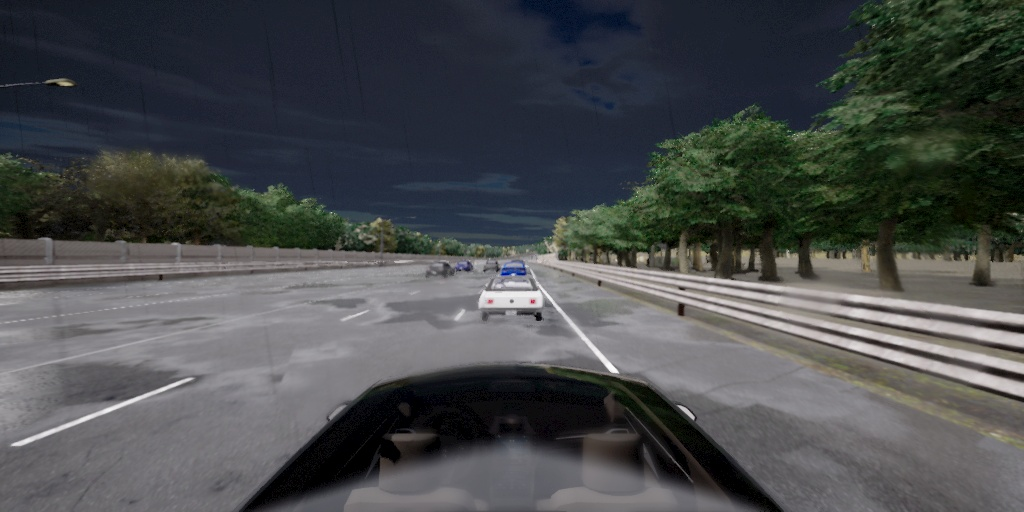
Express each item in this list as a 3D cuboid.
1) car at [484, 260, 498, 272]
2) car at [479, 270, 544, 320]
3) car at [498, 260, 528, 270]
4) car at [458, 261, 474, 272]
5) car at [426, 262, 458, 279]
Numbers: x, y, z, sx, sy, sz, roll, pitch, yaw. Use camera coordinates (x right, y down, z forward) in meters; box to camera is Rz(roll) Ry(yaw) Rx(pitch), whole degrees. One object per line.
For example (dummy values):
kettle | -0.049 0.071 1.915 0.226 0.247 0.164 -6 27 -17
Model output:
car | -2.566 1.282 46.743 2.128 1.511 4.902 0 0 2
car | -0.005 1.333 12.521 1.895 1.301 4.718 0 0 0
car | 0.199 1.181 28.094 1.882 1.535 5.008 0 0 2
car | -6.092 1.319 45.671 1.812 1.442 4.674 0 0 2
car | -6.554 1.277 32.955 1.812 1.442 4.674 0 0 2
